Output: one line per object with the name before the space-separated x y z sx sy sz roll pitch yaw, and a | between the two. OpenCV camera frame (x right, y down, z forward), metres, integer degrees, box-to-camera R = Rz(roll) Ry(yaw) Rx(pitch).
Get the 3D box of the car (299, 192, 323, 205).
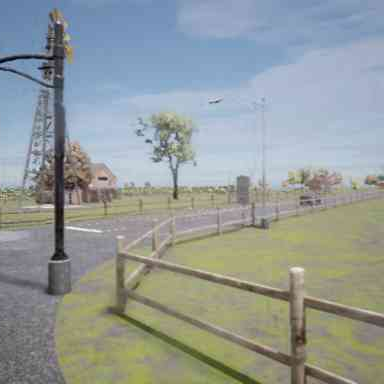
car | 14.851 0.788 41.570 1.837 1.490 4.892 0 1 37
